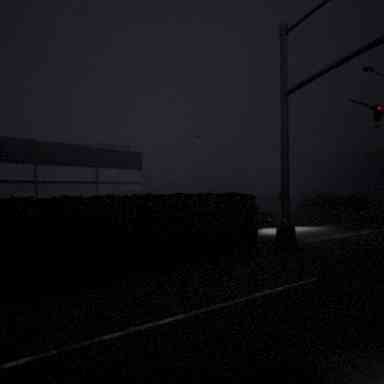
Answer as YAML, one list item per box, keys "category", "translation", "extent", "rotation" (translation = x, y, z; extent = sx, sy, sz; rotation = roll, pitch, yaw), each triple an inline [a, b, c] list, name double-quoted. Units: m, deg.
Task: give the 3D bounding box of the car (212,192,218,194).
- category: "car"
  translation: [4.801, 0.666, 79.404]
  extent: [4.514, 1.523, 2.007]
  rotation: [-1, 1, -35]

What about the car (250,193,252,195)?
- category: "car"
  translation: [12.669, 0.494, 80.487]
  extent: [3.806, 1.475, 1.970]
  rotation: [-1, 1, -35]

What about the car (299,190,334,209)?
- category: "car"
  translation: [13.581, 0.909, 35.095]
  extent: [5.027, 1.636, 2.152]
  rotation: [-1, 1, -35]

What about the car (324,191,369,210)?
- category: "car"
  translation: [15.437, 0.913, 32.565]
  extent: [4.514, 1.523, 2.007]
  rotation: [-1, 1, -35]

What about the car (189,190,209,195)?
- category: "car"
  translation: [0.640, 0.600, 67.953]
  extent: [4.605, 1.855, 1.932]
  rotation: [-1, 1, -35]

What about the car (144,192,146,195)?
- category: "car"
  translation: [-7.681, 0.697, 66.089]
  extent: [3.866, 1.878, 1.905]
  rotation: [-1, 1, -35]

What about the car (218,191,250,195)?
- category: "car"
  translation: [7.259, 0.795, 57.377]
  extent: [4.514, 1.523, 2.007]
  rotation: [-1, 1, -35]

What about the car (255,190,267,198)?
- category: "car"
  translation: [16.640, 0.402, 75.436]
  extent: [5.027, 1.636, 2.152]
  rotation: [-1, 1, -35]

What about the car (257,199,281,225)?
- category: "car"
  translation: [3.201, 1.334, 21.259]
  extent: [1.812, 1.442, 4.674]
  rotation: [-1, 0, -35]

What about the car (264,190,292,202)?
- category: "car"
  translation: [12.999, 0.804, 49.197]
  extent: [3.633, 1.501, 1.845]
  rotation: [-1, 1, -35]

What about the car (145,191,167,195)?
- category: "car"
  translation: [-6.255, 0.986, 63.025]
  extent: [3.806, 1.475, 1.970]
  rotation: [-1, 1, -35]
